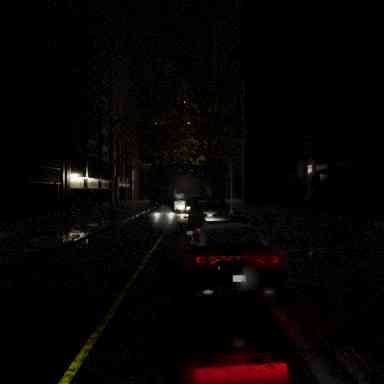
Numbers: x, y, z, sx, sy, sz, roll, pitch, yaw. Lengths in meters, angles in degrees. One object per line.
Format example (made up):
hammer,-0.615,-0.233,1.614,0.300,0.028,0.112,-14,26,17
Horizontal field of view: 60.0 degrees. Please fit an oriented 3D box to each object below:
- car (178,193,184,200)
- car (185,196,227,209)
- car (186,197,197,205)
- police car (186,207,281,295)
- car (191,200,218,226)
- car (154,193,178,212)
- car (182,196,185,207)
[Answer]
car,-3.147,1.305,84.605,2.150,2.045,5.566,0,0,0
car,0.868,1.229,18.761,2.150,2.045,5.566,0,0,0
car,-0.104,1.645,60.141,1.895,1.301,4.718,0,0,0
police car,0.885,1.426,8.840,1.930,1.638,5.238,0,0,0
car,0.857,1.464,24.920,1.801,1.575,5.366,0,0,0
car,-3.169,1.240,39.485,2.150,2.045,5.566,0,0,0
car,-0.068,1.551,46.074,1.812,1.442,4.674,0,0,0
